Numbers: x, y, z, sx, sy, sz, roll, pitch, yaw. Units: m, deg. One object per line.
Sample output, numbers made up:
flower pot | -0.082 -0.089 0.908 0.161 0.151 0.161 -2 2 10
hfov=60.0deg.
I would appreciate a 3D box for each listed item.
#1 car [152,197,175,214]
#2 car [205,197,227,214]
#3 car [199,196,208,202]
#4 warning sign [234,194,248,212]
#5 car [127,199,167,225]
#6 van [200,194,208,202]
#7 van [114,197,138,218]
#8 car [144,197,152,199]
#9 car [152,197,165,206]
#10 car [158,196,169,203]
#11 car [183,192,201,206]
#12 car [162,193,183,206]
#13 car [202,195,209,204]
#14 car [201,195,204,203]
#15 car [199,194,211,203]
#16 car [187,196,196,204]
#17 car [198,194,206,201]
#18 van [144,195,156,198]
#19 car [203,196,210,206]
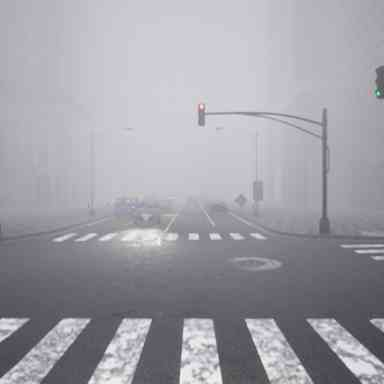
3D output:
car | -3.125 1.536 36.411 1.812 1.442 4.674 0 0 0
car | 2.740 1.554 35.481 1.887 1.381 4.507 0 0 0
car | 2.685 1.595 79.684 2.008 1.369 4.403 0 0 0
warning sign | 5.036 1.124 34.098 1.300 1.860 1.060 0 0 0
car | -3.172 1.496 24.498 2.128 1.511 4.902 0 0 -3
van | 2.691 1.381 74.158 1.690 1.788 3.998 0 0 0
van | -5.811 1.348 29.965 1.690 1.788 3.998 0 0 0
car | -5.815 1.554 35.490 1.887 1.381 4.507 0 0 0
car | -5.834 1.608 57.590 1.802 1.307 4.206 0 0 0
car | -5.844 1.585 68.640 2.008 1.369 4.403 0 0 0
car | 0.002 1.377 55.514 2.097 1.767 4.553 0 0 0
car | -3.098 1.247 54.276 2.150 2.045 5.566 0 0 0
car | 2.726 1.562 46.531 1.887 1.381 4.507 0 0 0
car | 2.719 1.547 52.227 1.752 1.417 4.829 0 0 0
car | 2.698 1.350 68.633 2.192 1.841 5.009 0 0 0
car | -0.067 1.558 65.192 1.812 1.442 4.674 0 0 0
car | 2.670 1.493 90.735 1.967 1.590 4.097 0 0 0
van | -5.825 1.358 46.540 1.690 1.788 3.998 0 0 0
car | 2.733 1.558 41.006 1.887 1.381 4.507 0 0 0
